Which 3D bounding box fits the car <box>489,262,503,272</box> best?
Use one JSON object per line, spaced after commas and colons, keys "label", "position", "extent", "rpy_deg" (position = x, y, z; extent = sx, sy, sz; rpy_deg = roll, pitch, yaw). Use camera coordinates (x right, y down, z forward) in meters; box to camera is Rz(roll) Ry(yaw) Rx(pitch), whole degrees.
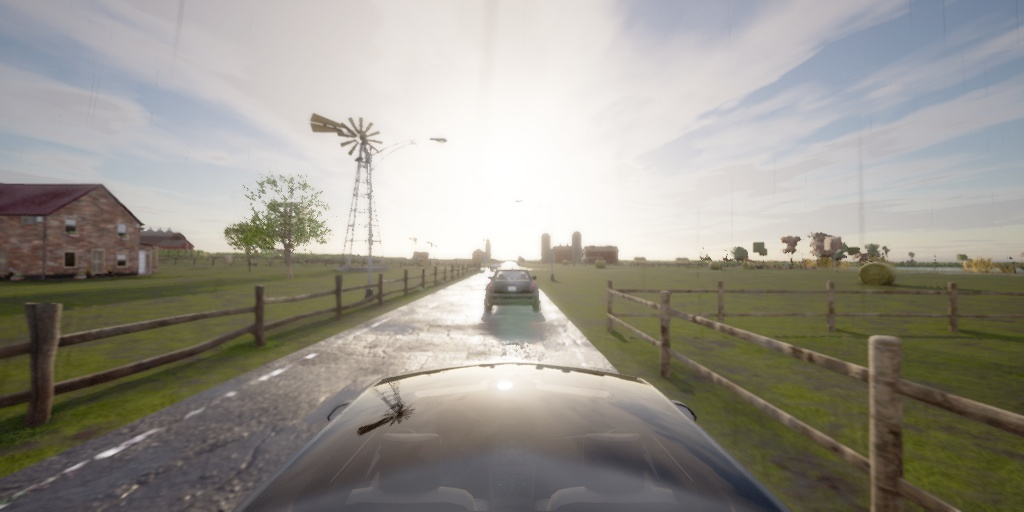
{"label": "car", "position": [-2.784, 1.876, 62.400], "extent": [2.128, 1.511, 4.902], "rpy_deg": [0, -1, 0]}

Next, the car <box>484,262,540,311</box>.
{"label": "car", "position": [0.018, 1.244, 15.286], "extent": [2.097, 1.767, 4.553], "rpy_deg": [0, -1, 0]}
